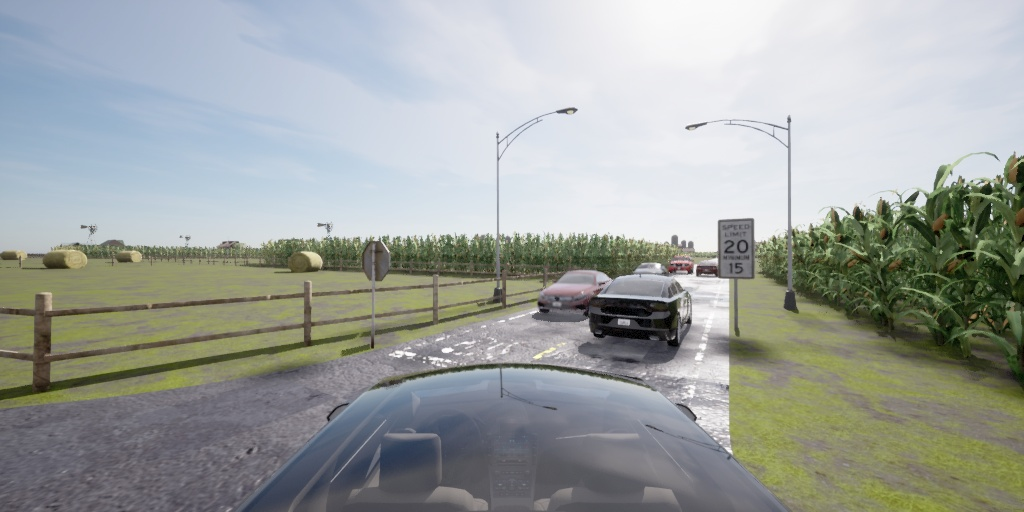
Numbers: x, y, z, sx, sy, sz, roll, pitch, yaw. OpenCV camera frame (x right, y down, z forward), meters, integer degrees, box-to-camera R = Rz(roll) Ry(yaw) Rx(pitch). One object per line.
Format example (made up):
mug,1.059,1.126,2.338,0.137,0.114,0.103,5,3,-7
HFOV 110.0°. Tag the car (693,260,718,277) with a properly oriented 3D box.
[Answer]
car,19.753,1.229,36.133,1.882,1.535,5.008,0,0,32

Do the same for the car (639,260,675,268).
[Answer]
car,9.785,1.260,25.278,2.128,1.511,4.902,0,0,31

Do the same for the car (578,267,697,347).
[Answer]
car,3.618,1.231,9.601,1.882,1.535,5.008,0,0,31

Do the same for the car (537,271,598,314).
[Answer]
car,2.642,1.291,13.490,1.812,1.442,4.674,0,0,31

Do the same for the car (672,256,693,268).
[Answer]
car,19.428,0.967,41.022,2.150,2.045,5.566,0,0,31
